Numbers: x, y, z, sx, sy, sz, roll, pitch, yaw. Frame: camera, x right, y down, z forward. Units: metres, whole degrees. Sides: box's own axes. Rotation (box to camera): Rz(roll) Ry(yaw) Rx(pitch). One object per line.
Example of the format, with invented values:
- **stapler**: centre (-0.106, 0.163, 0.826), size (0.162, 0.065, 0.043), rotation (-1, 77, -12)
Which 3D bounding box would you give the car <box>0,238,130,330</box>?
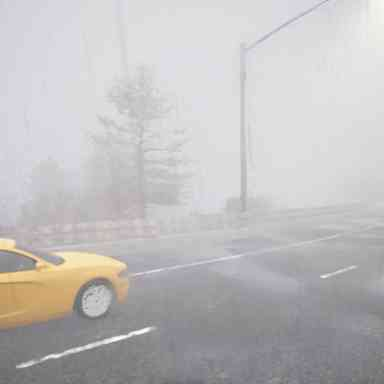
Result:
- **car**: centre (-3.526, 1.523, 5.673), size (5.008, 1.535, 1.882), rotation (0, 0, -36)
